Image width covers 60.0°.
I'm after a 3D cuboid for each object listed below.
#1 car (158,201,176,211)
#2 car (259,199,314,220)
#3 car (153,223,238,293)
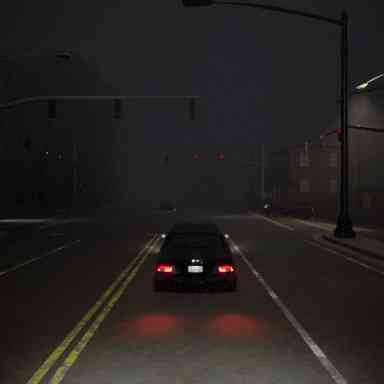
[{"bbox_3d":[-3.538,2.008,45.961,1.812,1.442,4.674,0,-4,0],"label":"car"},{"bbox_3d":[8.344,1.406,29.502,4.553,1.767,2.097,5,0,1],"label":"car"},{"bbox_3d":[0.083,1.547,8.988,2.033,1.411,5.357,0,0,0],"label":"car"}]
